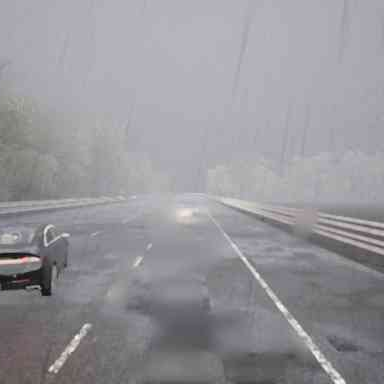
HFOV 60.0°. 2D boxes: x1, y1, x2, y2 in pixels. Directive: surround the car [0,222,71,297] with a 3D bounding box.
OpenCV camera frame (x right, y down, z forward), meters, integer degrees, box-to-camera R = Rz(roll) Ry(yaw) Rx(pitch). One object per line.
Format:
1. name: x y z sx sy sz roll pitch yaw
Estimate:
1. car: -4.212 1.503 8.295 2.128 1.511 4.902 0 0 -15
